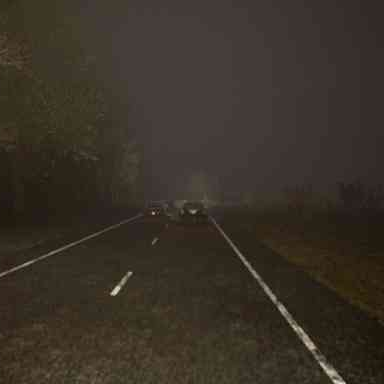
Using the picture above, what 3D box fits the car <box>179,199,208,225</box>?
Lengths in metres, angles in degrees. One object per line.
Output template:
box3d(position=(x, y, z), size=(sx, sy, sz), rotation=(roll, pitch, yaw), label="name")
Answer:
box3d(position=(0.095, 1.449, 25.325), size=(2.097, 1.767, 4.553), rotation=(0, 0, 0), label="car")

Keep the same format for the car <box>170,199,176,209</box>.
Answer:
box3d(position=(-3.411, 1.726, 49.653), size=(2.033, 1.411, 5.357), rotation=(0, 0, 0), label="car")

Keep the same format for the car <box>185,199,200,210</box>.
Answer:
box3d(position=(0.089, 1.721, 48.170), size=(2.033, 1.411, 5.357), rotation=(0, 0, 0), label="car")

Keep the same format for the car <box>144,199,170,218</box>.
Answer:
box3d(position=(-3.406, 1.623, 31.788), size=(1.837, 1.490, 4.892), rotation=(0, 0, 0), label="car")
